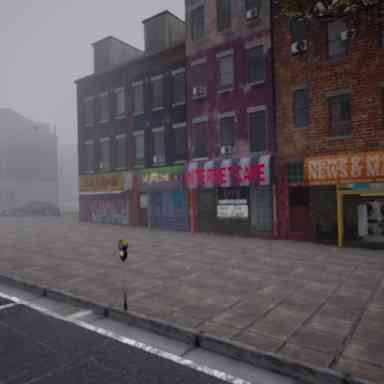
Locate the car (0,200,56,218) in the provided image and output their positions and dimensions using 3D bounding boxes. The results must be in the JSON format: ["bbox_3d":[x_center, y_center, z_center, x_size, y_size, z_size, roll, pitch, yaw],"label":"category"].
[{"bbox_3d":[-15.141,1.564,30.937,1.837,1.490,4.892,-2,-1,36],"label":"car"}]
